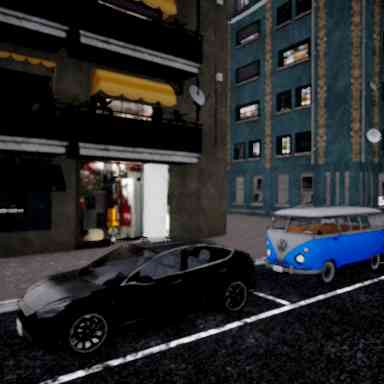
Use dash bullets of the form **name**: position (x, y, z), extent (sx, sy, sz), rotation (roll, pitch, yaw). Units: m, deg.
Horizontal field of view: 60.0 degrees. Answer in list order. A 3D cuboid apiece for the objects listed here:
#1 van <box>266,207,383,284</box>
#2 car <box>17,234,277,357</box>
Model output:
- **van**: position (3.789, 1.324, 9.255), extent (3.998, 1.788, 1.690), rotation (0, 1, -36)
- **car**: position (-0.707, 1.560, 6.047), extent (4.313, 1.339, 1.947), rotation (0, 1, -36)
